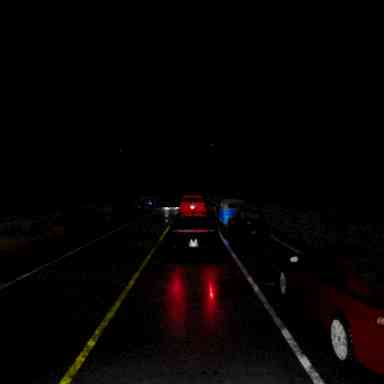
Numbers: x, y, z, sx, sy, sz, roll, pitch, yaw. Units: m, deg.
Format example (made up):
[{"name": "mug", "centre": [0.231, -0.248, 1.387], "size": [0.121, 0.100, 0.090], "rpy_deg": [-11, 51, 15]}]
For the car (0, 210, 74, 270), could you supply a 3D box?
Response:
[{"name": "car", "centre": [-5.767, 1.539, 11.090], "size": [1.752, 1.417, 4.829], "rpy_deg": [0, 0, 0]}]

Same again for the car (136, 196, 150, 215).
[{"name": "car", "centre": [-5.775, 1.491, 33.808], "size": [1.967, 1.590, 4.097], "rpy_deg": [0, 0, 0]}]

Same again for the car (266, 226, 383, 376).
[{"name": "car", "centre": [2.760, 1.551, 5.644], "size": [1.887, 1.381, 4.507], "rpy_deg": [0, 0, 0]}]

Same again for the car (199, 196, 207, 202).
[{"name": "car", "centre": [2.734, 1.702, 84.722], "size": [1.752, 1.417, 4.829], "rpy_deg": [0, 0, 0]}]

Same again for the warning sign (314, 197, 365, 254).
[{"name": "warning sign", "centre": [5.065, 1.130, 11.501], "size": [1.300, 1.860, 1.060], "rpy_deg": [0, 0, 0]}]

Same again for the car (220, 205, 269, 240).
[{"name": "car", "centre": [2.756, 1.573, 16.917], "size": [2.008, 1.369, 4.403], "rpy_deg": [0, 0, 0]}]

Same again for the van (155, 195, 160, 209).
[{"name": "van", "centre": [-5.779, 1.416, 45.080], "size": [1.690, 1.788, 3.998], "rpy_deg": [0, 0, 0]}]

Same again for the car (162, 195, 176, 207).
[{"name": "car", "centre": [-3.094, 1.593, 51.731], "size": [1.837, 1.490, 4.892], "rpy_deg": [0, 0, 0]}]

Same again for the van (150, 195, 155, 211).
[{"name": "van", "centre": [-5.777, 1.404, 39.444], "size": [1.690, 1.788, 3.998], "rpy_deg": [0, 0, 0]}]

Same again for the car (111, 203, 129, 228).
[{"name": "car", "centre": [-5.771, 1.613, 22.534], "size": [1.802, 1.307, 4.206], "rpy_deg": [0, 0, 0]}]

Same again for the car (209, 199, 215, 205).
[{"name": "car", "centre": [2.752, 1.592, 28.189], "size": [2.008, 1.369, 4.403], "rpy_deg": [0, 0, 0]}]

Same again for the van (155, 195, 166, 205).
[{"name": "van", "centre": [-5.784, 1.455, 61.989], "size": [1.690, 1.788, 3.998], "rpy_deg": [0, 0, 0]}]

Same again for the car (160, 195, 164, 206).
[{"name": "car", "centre": [-5.783, 1.415, 56.353], "size": [2.192, 1.841, 5.009], "rpy_deg": [0, 0, 0]}]

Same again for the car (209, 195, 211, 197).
[{"name": "car", "centre": [2.745, 1.632, 50.734], "size": [1.887, 1.381, 4.507], "rpy_deg": [0, 0, 0]}]

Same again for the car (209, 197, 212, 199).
[{"name": "car", "centre": [2.749, 1.614, 39.462], "size": [2.008, 1.369, 4.403], "rpy_deg": [0, 0, 0]}]

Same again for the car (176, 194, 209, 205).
[{"name": "car", "centre": [0.056, 1.264, 28.009], "size": [2.150, 2.045, 5.566], "rpy_deg": [0, 0, 0]}]

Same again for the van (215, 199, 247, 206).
[{"name": "van", "centre": [2.754, 1.372, 22.553], "size": [1.690, 1.788, 3.998], "rpy_deg": [0, 0, 0]}]

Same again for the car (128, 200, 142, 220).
[{"name": "car", "centre": [-5.773, 1.606, 28.170], "size": [1.947, 1.339, 4.313], "rpy_deg": [0, 0, 0]}]

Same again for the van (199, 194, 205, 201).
[{"name": "van", "centre": [2.731, 1.534, 90.188], "size": [1.690, 1.788, 3.998], "rpy_deg": [0, 0, 0]}]

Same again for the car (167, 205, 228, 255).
[{"name": "car", "centre": [0.063, 1.508, 13.349], "size": [2.128, 1.511, 4.902], "rpy_deg": [0, 0, 0]}]

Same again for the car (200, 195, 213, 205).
[{"name": "car", "centre": [2.741, 1.429, 62.007], "size": [2.192, 1.841, 5.009], "rpy_deg": [0, 0, 0]}]

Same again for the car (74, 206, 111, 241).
[{"name": "car", "centre": [-5.769, 1.588, 16.897], "size": [1.947, 1.339, 4.313], "rpy_deg": [0, 0, 0]}]
